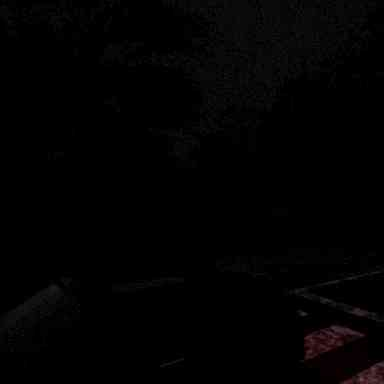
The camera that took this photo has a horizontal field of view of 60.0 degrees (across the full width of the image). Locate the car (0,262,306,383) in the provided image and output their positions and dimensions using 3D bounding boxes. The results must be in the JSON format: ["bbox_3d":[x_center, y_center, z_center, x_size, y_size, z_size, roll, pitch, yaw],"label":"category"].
[{"bbox_3d":[-0.860,1.510,3.173,4.674,1.442,1.812,0,0,-34],"label":"car"}]
